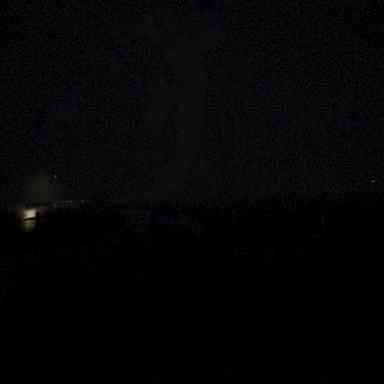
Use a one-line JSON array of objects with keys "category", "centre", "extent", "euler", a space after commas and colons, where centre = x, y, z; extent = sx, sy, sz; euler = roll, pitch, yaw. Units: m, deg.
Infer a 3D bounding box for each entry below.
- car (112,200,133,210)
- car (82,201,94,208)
[{"category": "car", "centre": [-11.184, 2.035, 52.570], "extent": [1.882, 1.535, 5.008], "euler": [-1, 0, -38]}, {"category": "car", "centre": [-18.123, 2.341, 60.372], "extent": [4.718, 1.301, 1.895], "euler": [-2, 0, 42]}]
